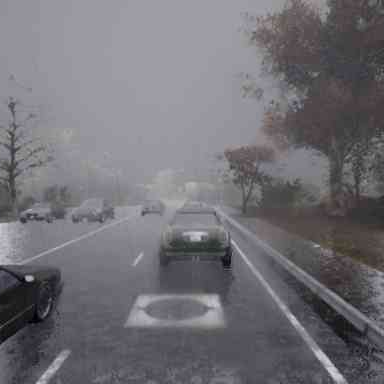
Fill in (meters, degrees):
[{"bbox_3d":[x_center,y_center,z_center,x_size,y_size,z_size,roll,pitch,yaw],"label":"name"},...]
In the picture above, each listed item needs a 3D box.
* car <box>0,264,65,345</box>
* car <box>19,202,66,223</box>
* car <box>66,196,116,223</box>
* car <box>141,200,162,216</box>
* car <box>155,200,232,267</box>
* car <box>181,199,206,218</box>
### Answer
[{"bbox_3d":[-3.401,1.526,4.025,2.033,1.411,5.357,0,0,0],"label":"car"},{"bbox_3d":[-10.497,1.441,23.798,1.994,1.385,4.181,0,0,0],"label":"car"},{"bbox_3d":[-6.994,1.224,23.986,2.097,1.767,4.553,0,0,0],"label":"car"},{"bbox_3d":[-3.391,1.390,29.936,2.033,1.411,5.357,0,0,0],"label":"car"},{"bbox_3d":[0.104,1.292,11.377,2.097,1.767,4.553,0,0,0],"label":"car"},{"bbox_3d":[0.110,1.393,29.354,2.033,1.411,5.357,0,0,0],"label":"car"}]
